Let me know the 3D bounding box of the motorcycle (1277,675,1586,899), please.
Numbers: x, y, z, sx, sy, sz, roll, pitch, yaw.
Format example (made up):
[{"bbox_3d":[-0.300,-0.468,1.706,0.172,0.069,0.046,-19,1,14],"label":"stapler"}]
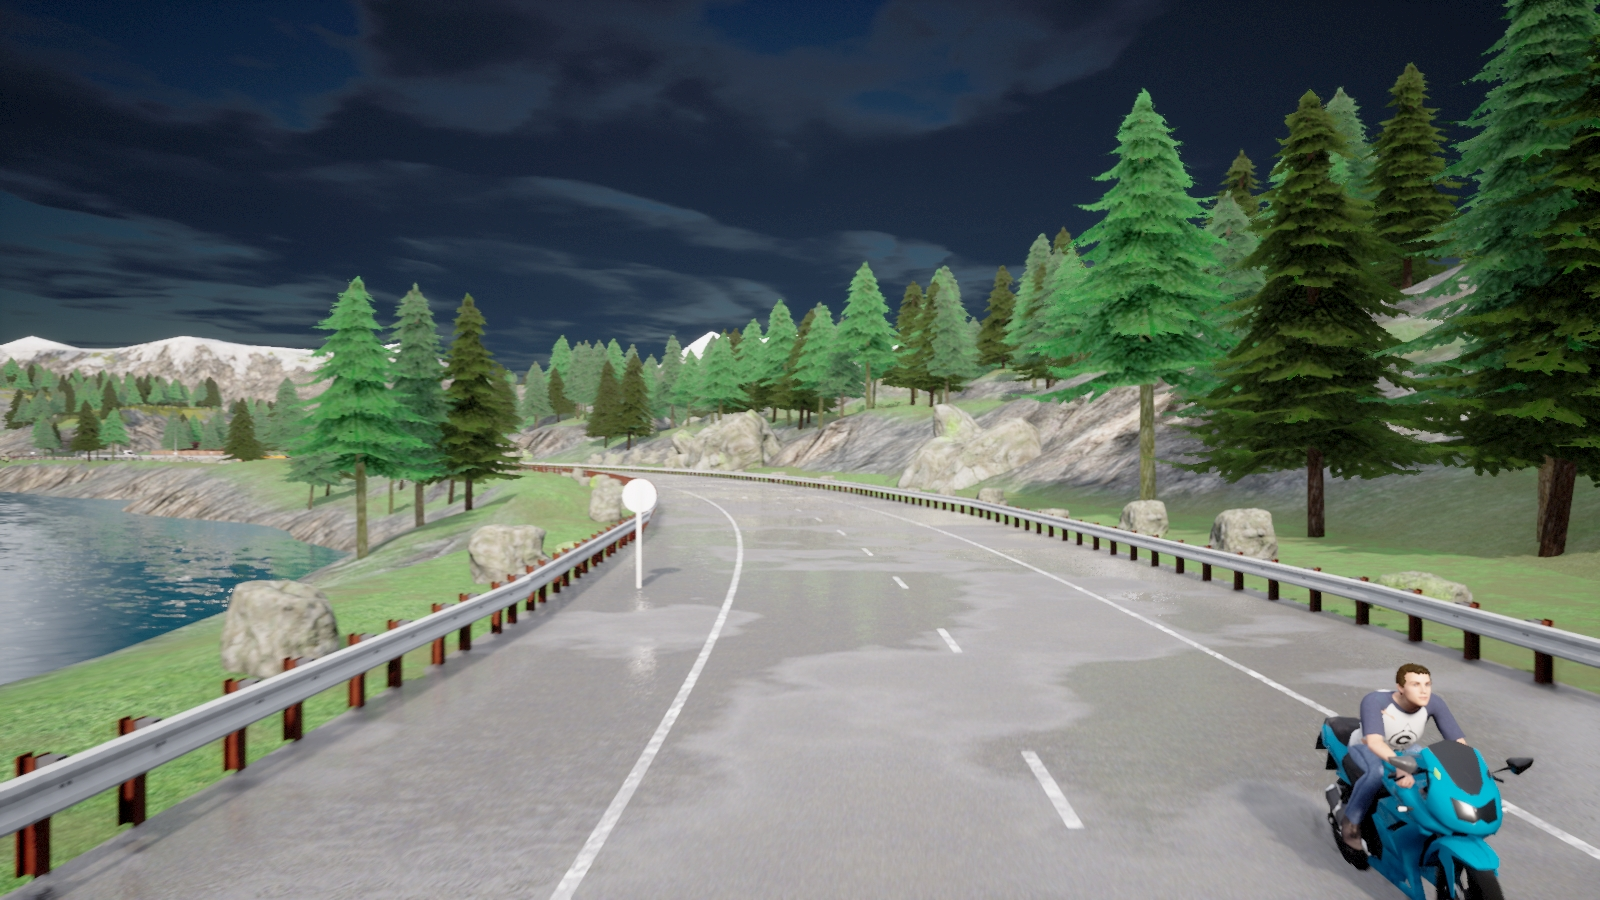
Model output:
[{"bbox_3d":[3.693,2.178,6.931,0.803,1.217,2.033,0,0,2],"label":"motorcycle"}]
